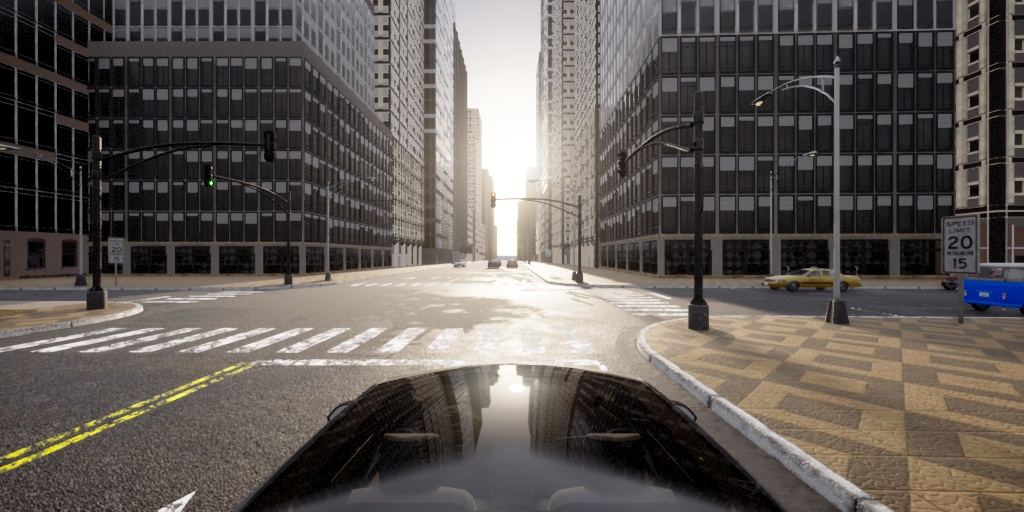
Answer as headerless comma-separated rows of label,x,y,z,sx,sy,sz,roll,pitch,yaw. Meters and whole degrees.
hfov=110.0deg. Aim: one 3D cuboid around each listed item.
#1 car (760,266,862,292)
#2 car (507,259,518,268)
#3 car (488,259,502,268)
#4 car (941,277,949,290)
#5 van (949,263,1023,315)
car,17.099,1.291,20.646,4.829,1.417,1.751,0,0,2
car,0.039,1.418,63.657,1.994,1.385,4.181,0,0,0
car,-3.212,1.329,62.826,1.882,1.535,5.008,0,0,0
car,26.933,1.354,20.155,4.207,1.307,1.802,0,0,2
van,18.365,1.118,12.474,3.998,1.789,1.690,0,0,2
